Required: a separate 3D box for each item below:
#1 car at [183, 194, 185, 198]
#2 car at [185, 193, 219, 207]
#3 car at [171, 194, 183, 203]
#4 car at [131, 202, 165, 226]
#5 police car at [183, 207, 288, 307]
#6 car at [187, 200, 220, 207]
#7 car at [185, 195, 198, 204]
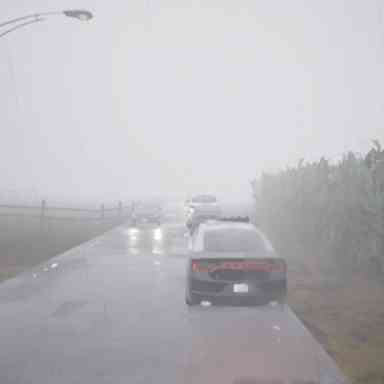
[{"bbox_3d":[-0.014,1.268,46.375,1.882,1.535,5.008,0,0,1],"label":"car"},{"bbox_3d":[0.793,1.118,24.049,2.150,2.045,5.566,0,0,0],"label":"car"},{"bbox_3d":[-2.865,1.328,63.974,1.994,1.385,4.181,0,0,1],"label":"car"},{"bbox_3d":[-2.877,1.430,22.396,1.812,1.442,4.674,0,0,0],"label":"car"},{"bbox_3d":[0.814,1.393,8.130,1.930,1.638,5.238,0,0,0],"label":"police car"},{"bbox_3d":[0.803,1.431,18.020,1.837,1.490,4.892,0,0,0],"label":"car"},{"bbox_3d":[-0.070,1.257,59.820,2.128,1.511,4.902,0,0,0],"label":"car"}]
